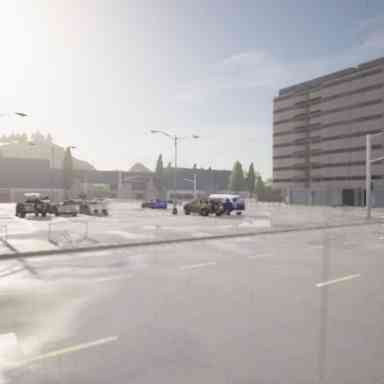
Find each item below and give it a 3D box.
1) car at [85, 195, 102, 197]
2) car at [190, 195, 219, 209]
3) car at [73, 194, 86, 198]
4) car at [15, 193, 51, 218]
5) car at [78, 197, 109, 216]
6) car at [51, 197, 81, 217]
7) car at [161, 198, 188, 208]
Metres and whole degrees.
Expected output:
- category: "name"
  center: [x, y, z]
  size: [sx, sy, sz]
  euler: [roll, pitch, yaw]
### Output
- category: "car"
  center: [-13.564, 1.610, 48.068]
  size: [1.970, 1.475, 3.806]
  euler: [1, 0, -35]
- category: "car"
  center: [2.409, 1.925, 65.604]
  size: [2.128, 1.511, 4.902]
  euler: [1, 0, -35]
- category: "car"
  center: [-21.397, 1.397, 63.913]
  size: [1.905, 1.878, 3.866]
  euler: [1, 0, -35]
- category: "car"
  center: [-14.127, 1.259, 29.148]
  size: [1.932, 1.855, 4.605]
  euler: [1, 0, -35]
- category: "car"
  center: [-9.594, 1.554, 32.397]
  size: [1.970, 1.475, 3.806]
  euler: [1, 0, -35]
- category: "car"
  center: [-11.963, 1.495, 30.732]
  size: [1.784, 1.438, 3.905]
  euler: [1, 0, -35]
- category: "car"
  center: [-3.606, 1.894, 68.096]
  size: [2.128, 1.511, 4.902]
  euler: [1, 0, -35]
